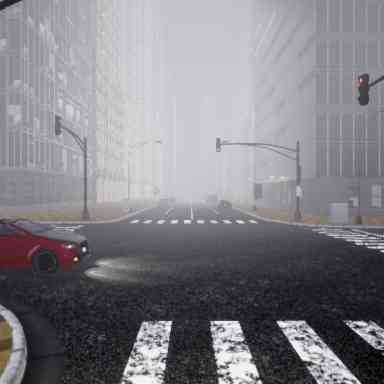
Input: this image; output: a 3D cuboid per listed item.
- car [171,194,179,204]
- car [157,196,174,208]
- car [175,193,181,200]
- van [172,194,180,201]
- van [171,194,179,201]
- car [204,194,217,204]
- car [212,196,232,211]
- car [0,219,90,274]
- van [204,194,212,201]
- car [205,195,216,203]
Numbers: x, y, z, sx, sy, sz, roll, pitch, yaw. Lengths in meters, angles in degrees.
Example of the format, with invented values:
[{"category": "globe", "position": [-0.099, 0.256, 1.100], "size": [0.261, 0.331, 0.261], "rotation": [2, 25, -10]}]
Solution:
[{"category": "car", "position": [-4.047, 1.563, 63.866], "size": [1.947, 1.339, 4.313], "rotation": [0, 0, 0]}, {"category": "car", "position": [-3.990, 1.592, 47.283], "size": [1.802, 1.307, 4.206], "rotation": [0, 0, 0]}, {"category": "car", "position": [-4.086, 1.426, 74.921], "size": [1.967, 1.590, 4.097], "rotation": [0, 0, 0]}, {"category": "van", "position": [-4.124, 1.314, 85.976], "size": [1.690, 1.788, 3.998], "rotation": [0, 0, 0]}, {"category": "van", "position": [-4.105, 1.321, 80.448], "size": [1.690, 1.788, 3.998], "rotation": [0, 0, 0]}, {"category": "car", "position": [3.833, 1.312, 63.892], "size": [2.192, 1.841, 5.009], "rotation": [0, 0, 0]}, {"category": "car", "position": [3.959, 1.579, 41.784], "size": [1.947, 1.339, 4.313], "rotation": [0, 0, 0]}, {"category": "car", "position": [-5.204, 1.497, 9.798], "size": [4.181, 1.385, 1.994], "rotation": [1, 0, -3]}, {"category": "van", "position": [3.775, 1.320, 80.476], "size": [1.690, 1.788, 3.998], "rotation": [0, 0, 0]}, {"category": "car", "position": [3.814, 1.432, 69.421], "size": [1.967, 1.590, 4.097], "rotation": [0, 0, 0]}]
